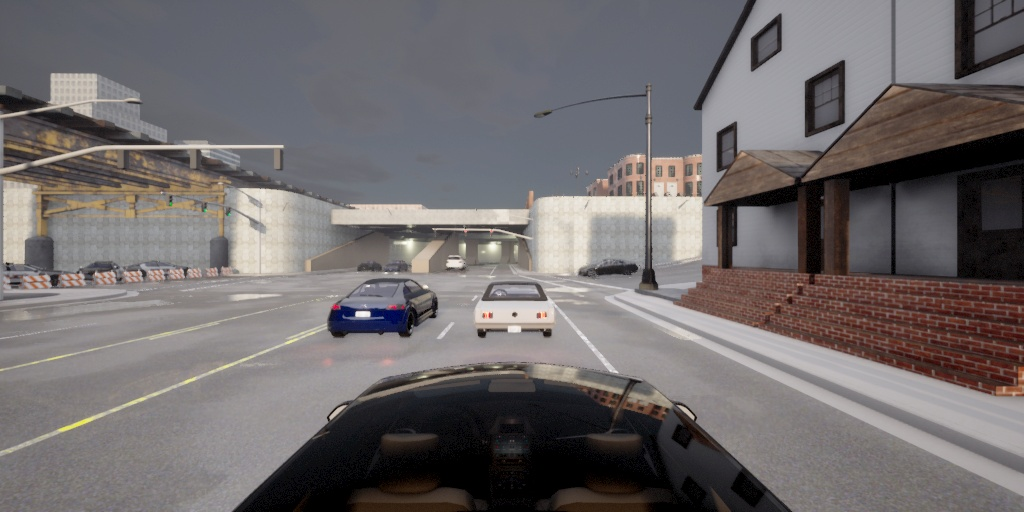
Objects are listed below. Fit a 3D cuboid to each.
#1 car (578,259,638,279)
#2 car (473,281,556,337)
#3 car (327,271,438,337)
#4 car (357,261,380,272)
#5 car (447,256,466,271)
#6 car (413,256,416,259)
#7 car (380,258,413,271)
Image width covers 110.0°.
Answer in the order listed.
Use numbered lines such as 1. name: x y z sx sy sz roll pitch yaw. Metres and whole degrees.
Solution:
1. car: 8.022 1.040 30.200 4.902 1.511 2.128 -4 0 0
2. car: 0.070 1.350 10.239 1.895 1.301 4.718 0 0 0
3. car: -3.432 1.313 10.284 1.994 1.385 4.181 0 0 0
4. car: -18.345 1.311 46.267 1.994 1.385 4.181 0 0 -1
5. car: -7.766 0.968 50.238 2.150 2.045 5.566 0 0 -1
6. car: -15.134 1.234 57.732 2.128 1.511 4.902 0 0 -1
7. car: -14.848 1.294 46.355 2.033 1.411 5.357 0 0 -1
